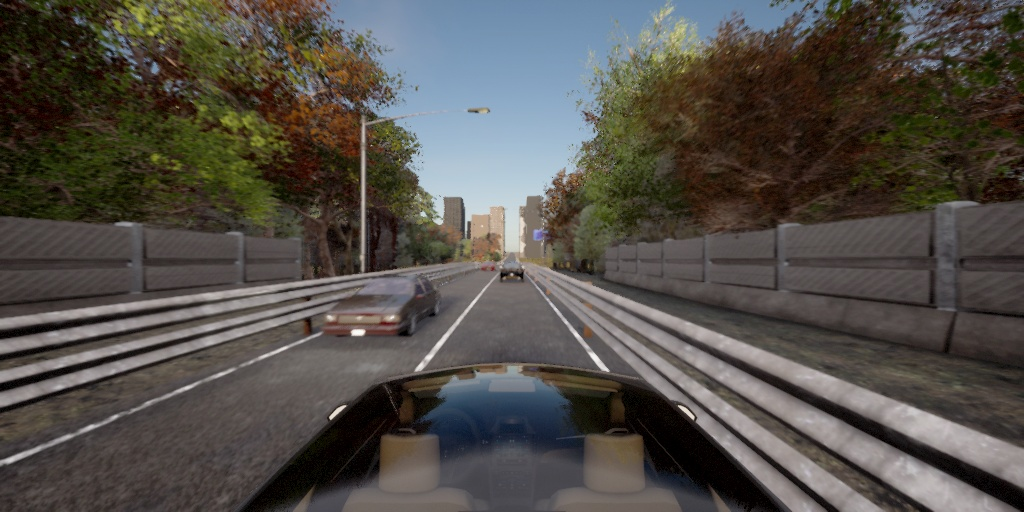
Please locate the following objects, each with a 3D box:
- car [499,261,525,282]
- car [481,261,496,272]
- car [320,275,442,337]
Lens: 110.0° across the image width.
[{"bbox_3d":[0.001,1.244,28.975,1.882,1.535,5.008,0,0,0],"label":"car"},{"bbox_3d":[-3.317,1.463,51.506,1.882,1.535,5.008,0,-1,1],"label":"car"},{"bbox_3d":[-3.350,1.276,10.469,2.033,1.411,5.357,0,0,0],"label":"car"}]
